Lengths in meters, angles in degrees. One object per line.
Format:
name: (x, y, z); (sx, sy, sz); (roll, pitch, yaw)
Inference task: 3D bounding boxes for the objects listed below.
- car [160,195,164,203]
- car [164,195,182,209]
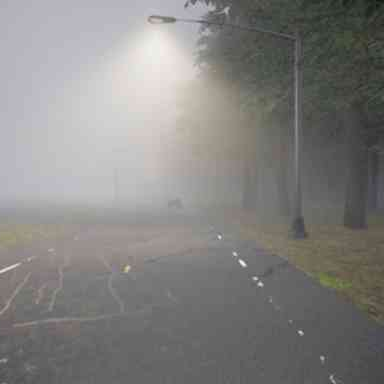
car: (-4.966, 1.242, 63.104); (2.033, 1.411, 5.357); (0, 1, -9)
car: (-2.388, 1.439, 43.726); (1.837, 1.490, 4.892); (0, 0, -6)
